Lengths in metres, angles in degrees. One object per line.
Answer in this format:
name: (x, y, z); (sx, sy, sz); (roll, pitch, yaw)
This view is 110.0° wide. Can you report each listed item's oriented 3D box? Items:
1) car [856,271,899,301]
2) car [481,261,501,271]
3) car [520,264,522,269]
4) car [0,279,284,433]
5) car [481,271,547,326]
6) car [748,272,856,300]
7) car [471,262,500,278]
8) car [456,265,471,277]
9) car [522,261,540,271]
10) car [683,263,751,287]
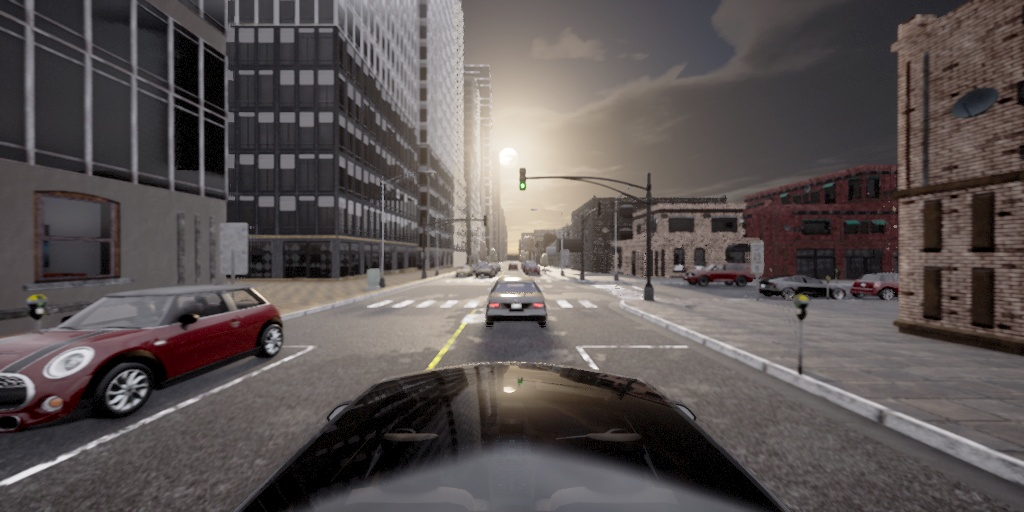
car: (21.996, 1.696, 20.439); (4.097, 1.591, 1.967); (0, 0, 1)
car: (-2.992, 1.818, 51.175); (2.128, 1.511, 4.902); (0, -1, 0)
car: (2.812, 1.751, 60.502); (2.192, 1.841, 5.009); (0, 0, 0)
car: (-5.685, 1.236, 5.699); (1.967, 1.591, 4.097); (0, 0, 0)
car: (0.121, 1.418, 12.121); (2.033, 1.411, 5.357); (0, -1, 0)
car: (16.449, 1.770, 20.523); (4.313, 1.339, 1.948); (0, 0, 1)
car: (-2.994, 1.758, 41.282); (2.033, 1.411, 5.357); (0, -1, 4)
car: (-5.742, 1.764, 43.474); (1.751, 1.417, 4.829); (0, 0, 0)
car: (2.788, 1.744, 49.214); (1.967, 1.591, 4.097); (0, 0, 0)
car: (16.573, 1.488, 28.902); (5.009, 1.841, 2.192); (0, 0, 1)
